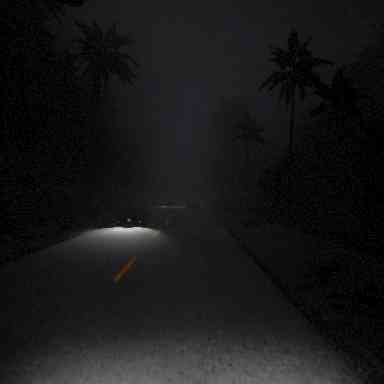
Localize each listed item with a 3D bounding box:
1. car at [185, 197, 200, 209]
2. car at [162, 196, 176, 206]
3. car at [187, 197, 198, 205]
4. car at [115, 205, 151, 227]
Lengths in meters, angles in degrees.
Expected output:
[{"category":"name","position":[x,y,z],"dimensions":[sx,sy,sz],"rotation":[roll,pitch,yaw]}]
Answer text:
[{"category":"car","position":[0.107,1.651,46.931],"dimensions":[2.128,1.511,4.902],"rotation":[0,0,0]},{"category":"car","position":[-4.020,1.552,58.863],"dimensions":[2.097,1.767,4.553],"rotation":[0,0,1]},{"category":"car","position":[0.128,1.706,63.289],"dimensions":[2.128,1.511,4.902],"rotation":[0,0,0]},{"category":"car","position":[-4.091,1.644,23.599],"dimensions":[1.994,1.385,4.181],"rotation":[0,0,0]}]
